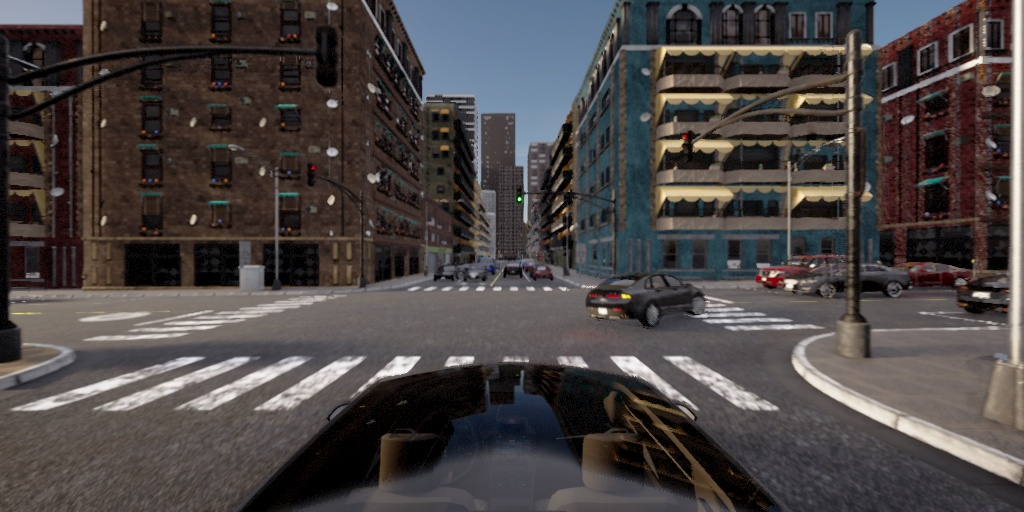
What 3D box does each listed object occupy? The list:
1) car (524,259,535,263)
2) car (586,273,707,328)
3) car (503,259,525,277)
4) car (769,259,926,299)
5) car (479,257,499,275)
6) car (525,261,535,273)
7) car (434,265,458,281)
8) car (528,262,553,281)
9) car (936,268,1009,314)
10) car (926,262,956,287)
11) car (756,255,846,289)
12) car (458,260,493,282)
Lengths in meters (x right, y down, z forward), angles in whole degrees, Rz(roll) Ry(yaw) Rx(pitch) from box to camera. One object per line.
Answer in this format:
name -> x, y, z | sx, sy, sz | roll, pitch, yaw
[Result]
car -> 2.686, 1.530, 48.295 | 1.888, 1.381, 4.507 | 0, 0, 0
car -> 4.455, 1.287, 11.652 | 4.892, 1.490, 1.837 | -1, -3, -39
car -> 0.098, 1.407, 37.791 | 1.882, 1.535, 5.008 | 0, 0, 0
car -> 15.034, 1.060, 16.291 | 4.902, 1.511, 2.128 | -1, 0, 0
car -> -3.083, 1.179, 42.665 | 2.150, 2.045, 5.566 | 0, -1, 1
car -> 2.687, 1.492, 37.248 | 1.948, 1.339, 4.313 | 0, 0, 0
car -> -5.694, 1.463, 31.736 | 1.948, 1.339, 4.313 | 0, 0, 0
car -> 2.687, 1.480, 31.725 | 1.802, 1.307, 4.207 | 0, 0, 0
car -> 15.793, 1.141, 10.506 | 4.313, 1.339, 1.948 | 0, 0, 0
car -> 21.342, 1.015, 18.928 | 4.507, 1.381, 1.888 | 0, 0, 0
car -> 15.771, 0.865, 18.887 | 5.009, 1.841, 2.192 | 0, 0, 0
car -> -3.093, 1.387, 31.264 | 2.128, 1.511, 4.902 | 0, 0, 0
